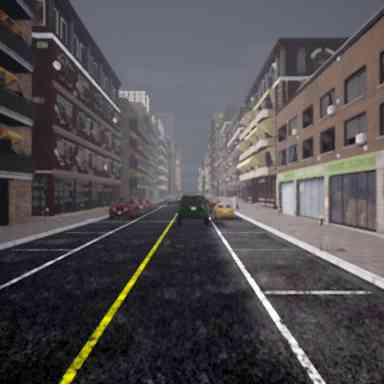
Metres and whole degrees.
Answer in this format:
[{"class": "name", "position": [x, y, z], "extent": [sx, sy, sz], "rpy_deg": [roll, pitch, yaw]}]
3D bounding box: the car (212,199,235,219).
[{"class": "car", "position": [2.688, 1.531, 28.846], "extent": [1.752, 1.417, 4.829], "rpy_deg": [0, 0, 0]}]

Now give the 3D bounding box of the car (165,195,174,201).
[{"class": "car", "position": [-5.702, 1.559, 85.041], "extent": [2.008, 1.369, 4.403], "rpy_deg": [0, 0, 0]}]

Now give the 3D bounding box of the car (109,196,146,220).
[{"class": "car", "position": [-5.692, 1.321, 28.678], "extent": [2.192, 1.841, 5.009], "rpy_deg": [0, 0, 0]}]

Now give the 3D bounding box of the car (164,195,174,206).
[{"class": "car", "position": [-3.008, 1.610, 54.142], "extent": [1.895, 1.301, 4.718], "rpy_deg": [0, 0, 0]}]

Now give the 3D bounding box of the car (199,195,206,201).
[{"class": "car", "position": [2.680, 1.533, 85.207], "extent": [1.752, 1.417, 4.829], "rpy_deg": [0, 0, 0]}]

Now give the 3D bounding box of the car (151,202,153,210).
[{"class": "car", "position": [-5.694, 1.552, 39.951], "extent": [1.887, 1.381, 4.507], "rpy_deg": [0, 0, 0]}]

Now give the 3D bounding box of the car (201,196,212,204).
[{"class": "car", "position": [2.683, 1.559, 62.493], "extent": [2.008, 1.369, 4.403], "rpy_deg": [0, 0, 0]}]

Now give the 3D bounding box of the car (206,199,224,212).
[{"class": "car", "position": [2.686, 1.551, 39.948], "extent": [1.887, 1.381, 4.507], "rpy_deg": [0, 0, 0]}]

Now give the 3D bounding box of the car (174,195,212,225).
[{"class": "car", "position": [0.095, 1.220, 24.423], "extent": [2.150, 2.045, 5.566], "rpy_deg": [0, -1, 0]}]

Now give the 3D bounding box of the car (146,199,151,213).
[{"class": "car", "position": [-5.693, 1.447, 34.314], "extent": [1.967, 1.590, 4.097], "rpy_deg": [0, 0, 0]}]

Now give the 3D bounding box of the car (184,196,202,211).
[{"class": "car", "position": [0.094, 1.360, 41.106], "extent": [2.097, 1.767, 4.553], "rpy_deg": [0, 0, 0]}]
